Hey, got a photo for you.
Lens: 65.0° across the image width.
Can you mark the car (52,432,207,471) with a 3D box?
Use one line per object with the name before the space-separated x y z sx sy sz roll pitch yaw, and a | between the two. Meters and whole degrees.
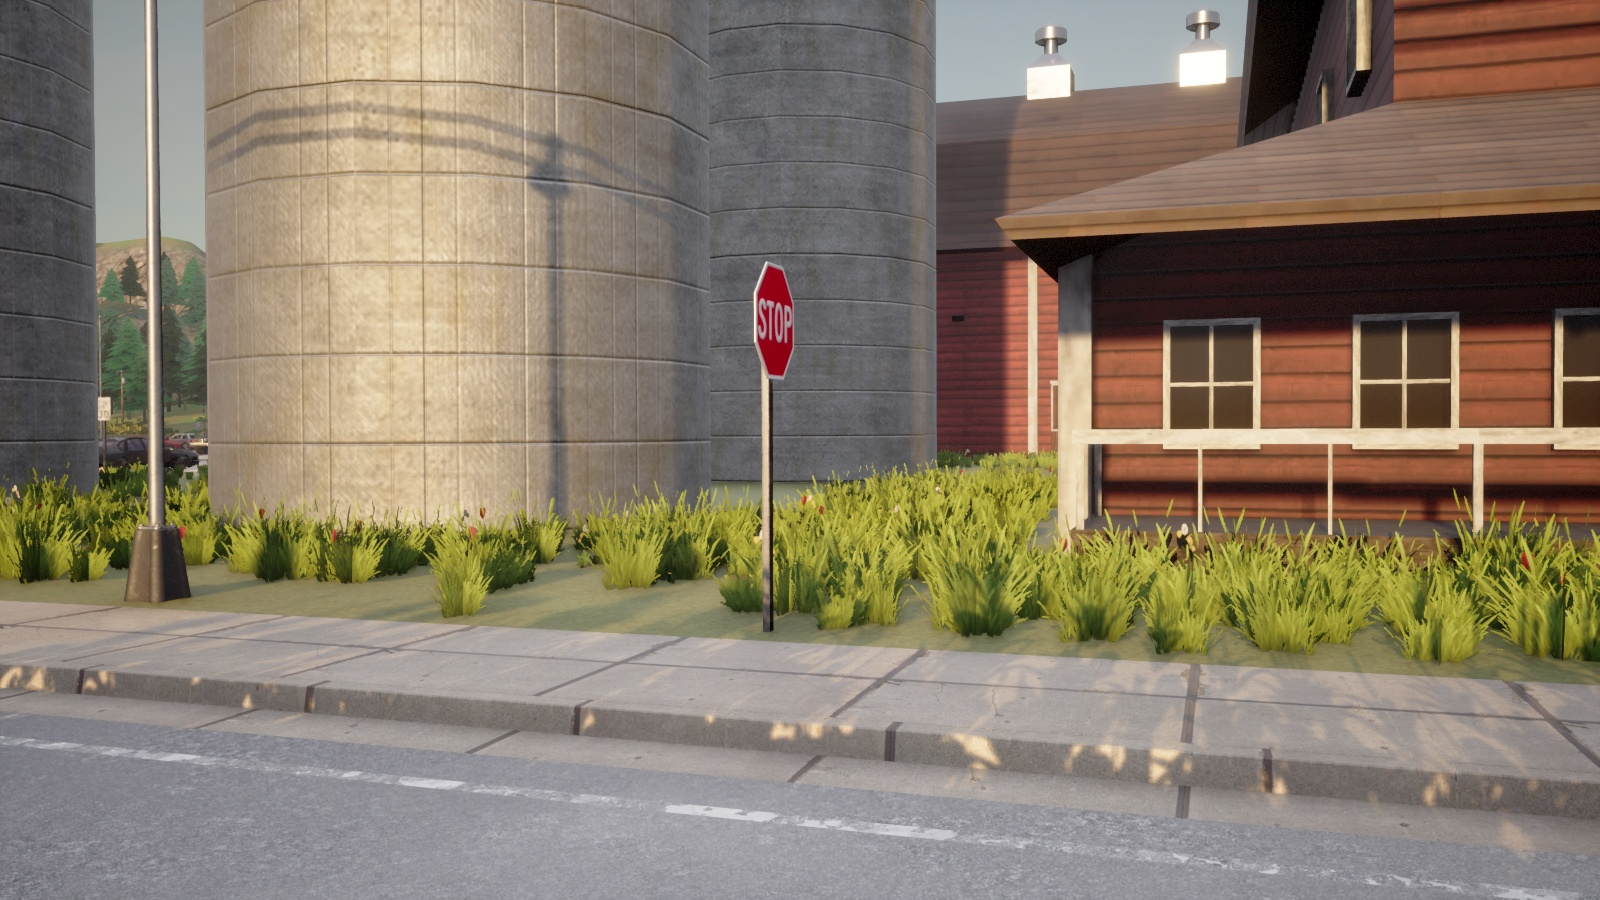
car | -25.689 0.003 48.391 2.033 1.411 5.357 1 1 18
